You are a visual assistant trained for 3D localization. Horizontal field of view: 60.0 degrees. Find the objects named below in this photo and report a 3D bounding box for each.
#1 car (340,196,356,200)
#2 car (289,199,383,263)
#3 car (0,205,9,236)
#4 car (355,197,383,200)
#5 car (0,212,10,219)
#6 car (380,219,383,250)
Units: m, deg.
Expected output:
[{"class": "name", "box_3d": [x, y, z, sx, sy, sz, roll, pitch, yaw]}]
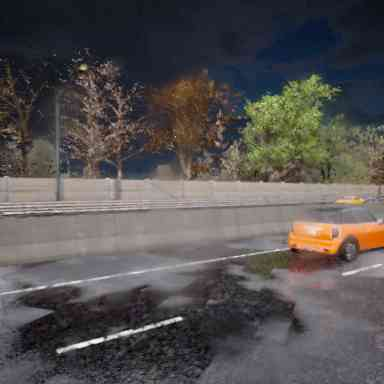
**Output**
[{"class": "car", "box_3d": [21.434, 1.353, 45.070, 5.008, 1.535, 1.882, 0, 0, -35]}, {"class": "car", "box_3d": [5.641, 1.311, 12.077, 4.553, 1.767, 2.097, 0, 0, -36]}, {"class": "car", "box_3d": [-12.189, 1.492, 16.792, 4.902, 1.511, 2.128, 0, 0, -36]}, {"class": "car", "box_3d": [22.920, 1.441, 41.838, 4.181, 1.385, 1.994, 0, 0, -35]}, {"class": "car", "box_3d": [-10.273, 1.506, 13.861, 4.892, 1.490, 1.837, 0, 0, -36]}, {"class": "car", "box_3d": [7.246, 1.466, 8.921, 4.892, 1.490, 1.837, 0, 0, -36]}]
